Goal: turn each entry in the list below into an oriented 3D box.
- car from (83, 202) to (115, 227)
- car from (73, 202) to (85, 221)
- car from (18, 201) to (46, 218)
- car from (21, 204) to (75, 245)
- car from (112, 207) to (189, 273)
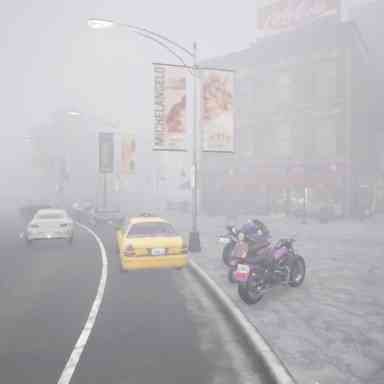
[{"bbox_3d":[-6.003,1.591,22.679,1.895,1.301,4.718,0,0,-25],"label":"car"},{"bbox_3d":[-9.033,1.513,27.542,2.002,1.452,4.674,0,0,-35],"label":"car"},{"bbox_3d":[-13.320,1.466,28.071,1.882,1.535,5.008,0,0,-36],"label":"car"},{"bbox_3d":[-6.552,1.520,15.541,1.812,1.442,4.674,0,0,-20],"label":"car"},{"bbox_3d":[-1.493,1.456,10.762,1.801,1.575,5.366,0,0,-15],"label":"car"}]
